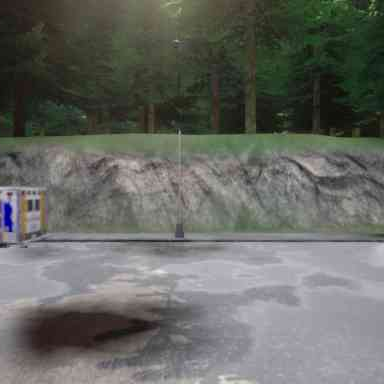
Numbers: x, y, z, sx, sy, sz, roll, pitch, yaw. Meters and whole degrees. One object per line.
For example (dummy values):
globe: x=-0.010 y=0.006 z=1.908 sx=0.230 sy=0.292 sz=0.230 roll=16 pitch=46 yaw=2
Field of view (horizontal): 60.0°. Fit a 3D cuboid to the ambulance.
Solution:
ambulance: x=-9.037 y=1.031 z=12.971 sx=6.366 sy=2.431 sz=2.351 roll=0 pitch=0 yaw=0
